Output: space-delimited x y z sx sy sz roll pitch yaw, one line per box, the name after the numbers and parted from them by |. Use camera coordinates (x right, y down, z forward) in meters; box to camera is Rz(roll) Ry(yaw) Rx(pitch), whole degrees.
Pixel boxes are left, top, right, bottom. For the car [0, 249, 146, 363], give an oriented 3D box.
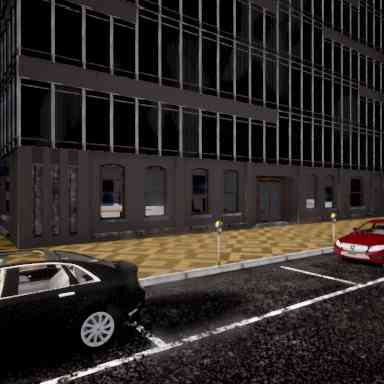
-2.795 1.551 4.566 4.403 1.369 2.008 0 0 -35 | car

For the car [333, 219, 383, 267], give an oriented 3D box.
6.495 1.582 11.148 4.206 1.307 1.802 0 0 -35 | car
